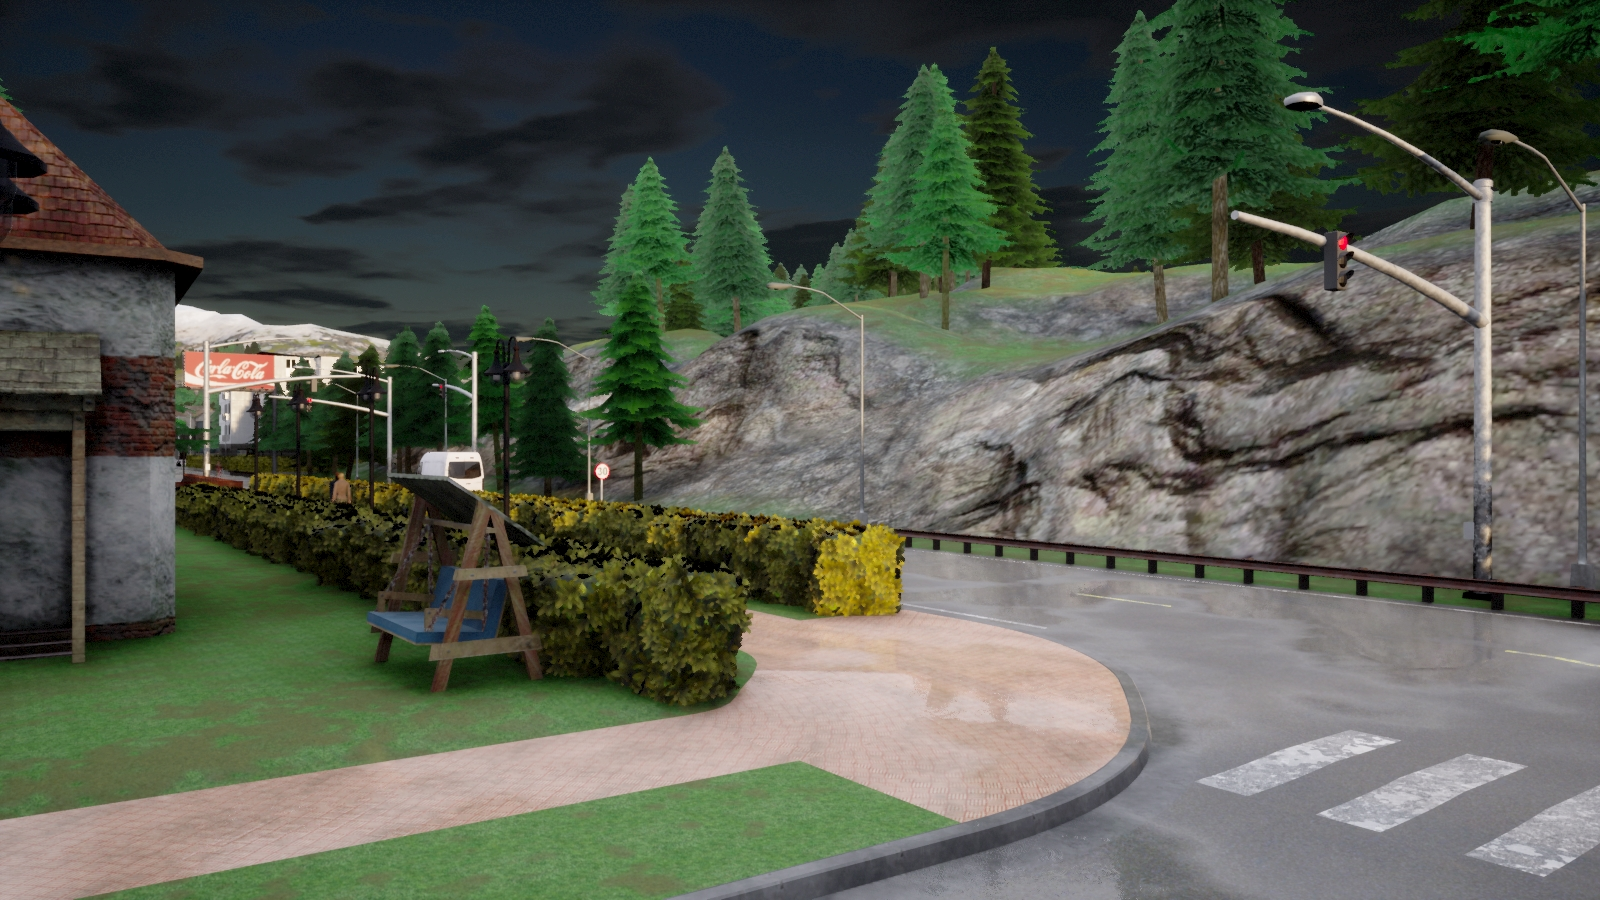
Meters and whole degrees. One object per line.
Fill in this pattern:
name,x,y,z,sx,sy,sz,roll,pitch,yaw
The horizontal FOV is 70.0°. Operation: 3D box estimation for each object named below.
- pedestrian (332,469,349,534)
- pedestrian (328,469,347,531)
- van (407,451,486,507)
pedestrian,-13.340,1.500,33.162,0.375,1.860,0.375,0,0,-36
pedestrian,-14.005,1.501,34.599,0.375,1.860,0.375,0,0,31
van,-17.321,1.338,55.782,1.988,2.561,5.915,0,0,-35
